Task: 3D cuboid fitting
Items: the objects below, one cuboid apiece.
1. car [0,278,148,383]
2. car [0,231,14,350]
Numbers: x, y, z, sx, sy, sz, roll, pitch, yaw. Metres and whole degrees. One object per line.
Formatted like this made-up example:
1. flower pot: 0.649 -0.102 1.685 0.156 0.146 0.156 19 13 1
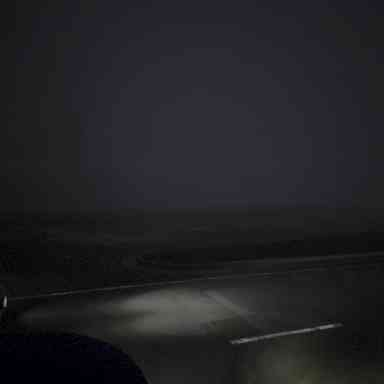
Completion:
1. car: -2.644 1.477 1.634 5.008 1.535 1.882 0 0 -21
2. car: -5.238 1.491 4.384 4.902 1.511 2.128 0 0 -22
